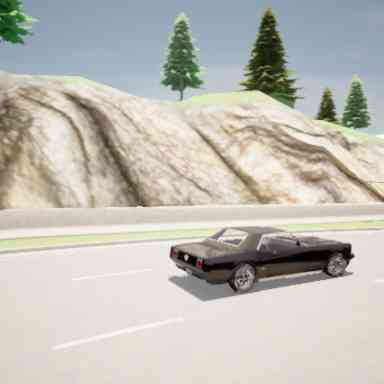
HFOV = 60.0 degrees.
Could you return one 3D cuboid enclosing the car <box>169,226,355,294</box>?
[{"bbox_3d":[1.921,1.534,8.546,4.718,1.301,1.895,0,1,-27],"label":"car"}]
